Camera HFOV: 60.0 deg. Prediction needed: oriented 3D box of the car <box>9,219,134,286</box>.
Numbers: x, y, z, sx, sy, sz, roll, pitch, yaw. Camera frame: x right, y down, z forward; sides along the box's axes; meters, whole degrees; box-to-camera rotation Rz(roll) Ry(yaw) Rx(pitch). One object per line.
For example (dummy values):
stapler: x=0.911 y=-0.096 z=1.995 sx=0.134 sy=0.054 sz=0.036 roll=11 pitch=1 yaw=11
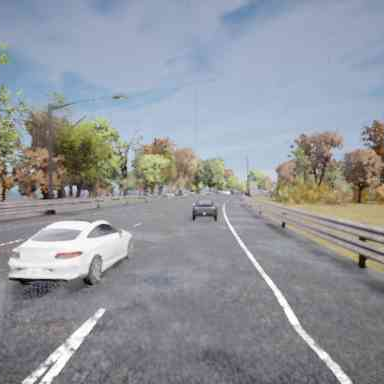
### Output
car: x=-3.014 y=1.469 z=9.183 sx=1.812 sy=1.442 sz=4.674 roll=0 pitch=0 yaw=6

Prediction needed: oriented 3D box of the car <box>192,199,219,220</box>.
car: x=1.035 y=1.298 z=25.869 sx=2.128 sy=1.511 sz=4.902 roll=0 pitch=0 yaw=4
